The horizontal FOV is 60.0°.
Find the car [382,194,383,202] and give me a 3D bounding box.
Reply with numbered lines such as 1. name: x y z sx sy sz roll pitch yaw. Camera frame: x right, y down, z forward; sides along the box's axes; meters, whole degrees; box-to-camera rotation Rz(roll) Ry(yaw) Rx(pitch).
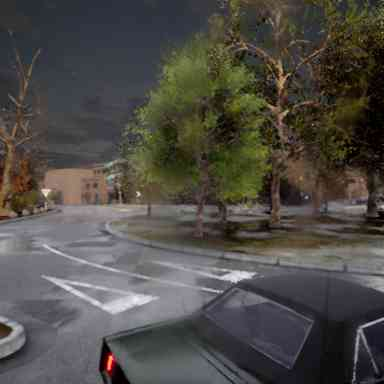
1. car: 42.552 1.827 79.582 4.892 1.521 2.231 0 0 36

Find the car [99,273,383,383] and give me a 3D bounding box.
1. car: 1.580 1.615 3.563 4.718 1.301 1.895 0 0 -28

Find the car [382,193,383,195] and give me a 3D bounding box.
1. car: 45.788 1.547 84.044 5.566 2.045 2.435 0 0 36

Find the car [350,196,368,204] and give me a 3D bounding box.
1. car: 36.069 1.726 70.648 4.553 1.767 2.185 0 0 36

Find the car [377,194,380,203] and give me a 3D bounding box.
1. car: 37.669 1.849 72.900 5.008 1.535 2.097 0 0 36

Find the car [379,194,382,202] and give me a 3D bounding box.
1. car: 40.952 1.710 77.329 4.553 1.767 2.185 0 0 36
